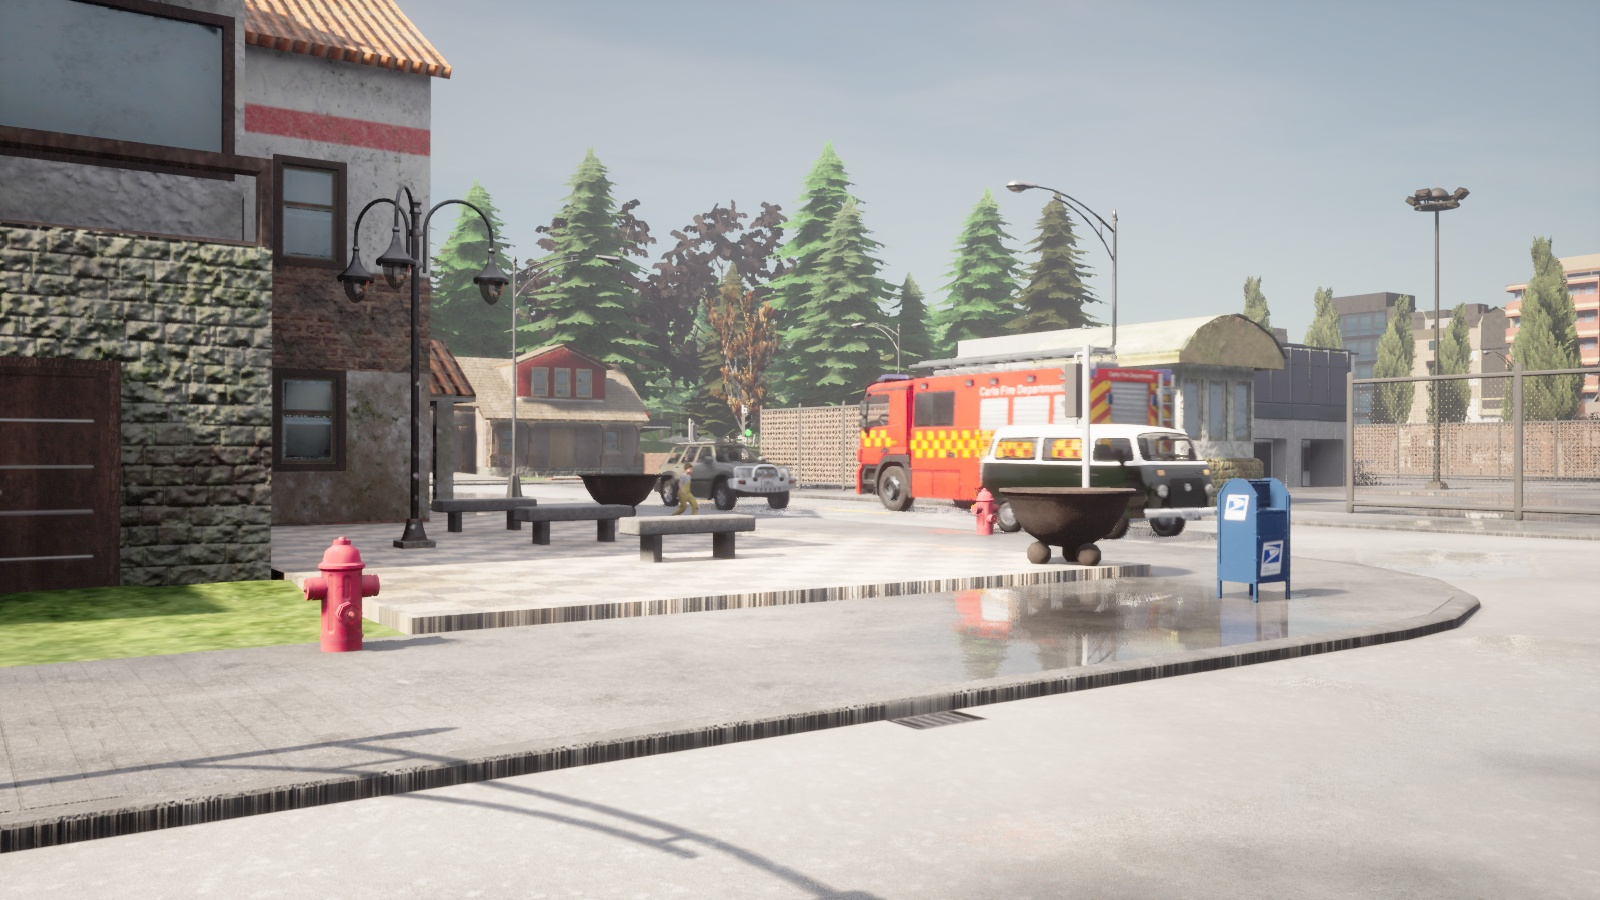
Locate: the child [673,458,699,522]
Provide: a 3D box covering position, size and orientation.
[{"bbox_3d":[-2.282,0.799,25.133,0.437,1.263,0.270,0,0,30],"label":"child"}]

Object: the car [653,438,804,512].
[{"bbox_3d":[-2.009,0.650,33.696,1.932,1.855,4.605,0,-1,-34],"label":"car"}]

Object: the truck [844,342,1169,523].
[{"bbox_3d":[4.726,-0.354,30.920,2.891,3.827,8.468,0,0,-34],"label":"truck"}]

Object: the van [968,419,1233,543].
[{"bbox_3d":[5.354,0.513,22.947,2.069,2.038,4.480,0,0,-34],"label":"van"}]
